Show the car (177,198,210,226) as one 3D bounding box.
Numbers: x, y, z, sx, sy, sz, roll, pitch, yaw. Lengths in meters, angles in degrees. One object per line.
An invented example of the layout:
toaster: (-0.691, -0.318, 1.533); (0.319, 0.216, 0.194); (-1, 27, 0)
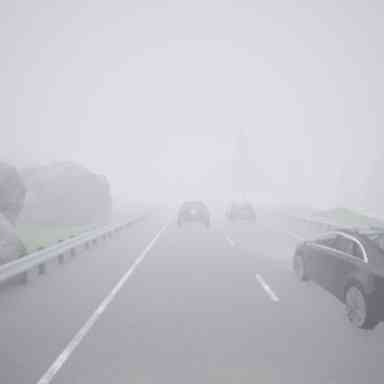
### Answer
car: (0.100, 1.340, 23.133); (2.097, 1.767, 4.553); (0, 0, 0)

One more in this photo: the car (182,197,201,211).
car: (-0.178, 1.470, 40.992); (2.128, 1.511, 4.902); (0, 0, -2)

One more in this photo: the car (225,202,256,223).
car: (3.600, 1.478, 25.175); (2.128, 1.511, 4.902); (0, 0, 0)

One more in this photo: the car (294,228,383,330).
car: (3.600, 1.488, 6.887); (2.128, 1.511, 4.902); (0, 0, 0)
